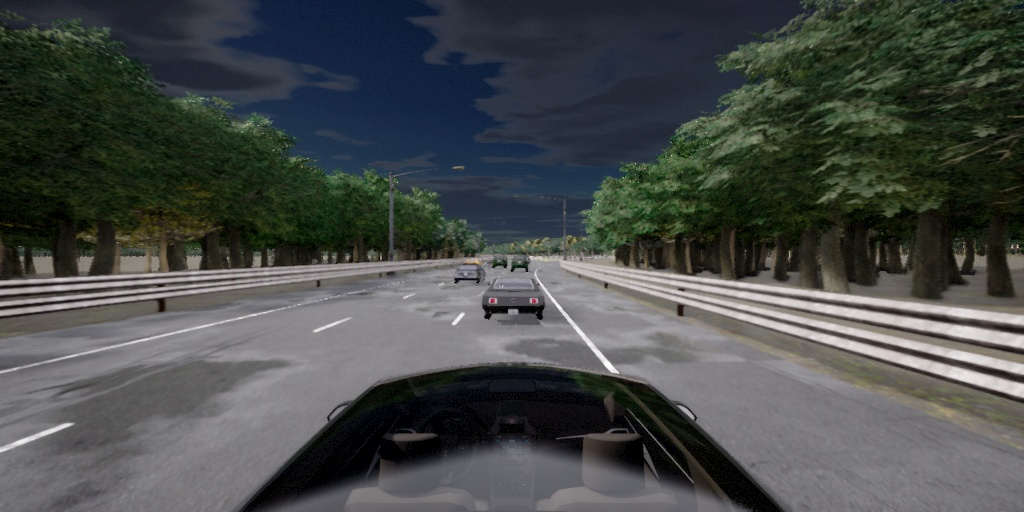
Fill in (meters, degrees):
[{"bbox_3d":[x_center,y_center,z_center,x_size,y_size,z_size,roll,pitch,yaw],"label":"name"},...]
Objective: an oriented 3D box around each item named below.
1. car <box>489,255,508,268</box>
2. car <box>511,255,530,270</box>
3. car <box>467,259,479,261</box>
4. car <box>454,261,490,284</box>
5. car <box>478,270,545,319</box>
[{"bbox_3d":[-1.824,0.902,57.350,2.150,2.045,5.566,0,0,3],"label":"car"},{"bbox_3d":[1.059,0.936,46.790,2.150,2.045,5.566,0,0,3],"label":"car"},{"bbox_3d":[-5.604,1.169,52.273,1.882,1.535,5.008,0,0,3],"label":"car"},{"bbox_3d":[-3.074,1.286,26.838,2.033,1.411,5.357,0,0,2],"label":"car"},{"bbox_3d":[0.071,1.350,12.772,1.895,1.301,4.718,0,0,1],"label":"car"}]
